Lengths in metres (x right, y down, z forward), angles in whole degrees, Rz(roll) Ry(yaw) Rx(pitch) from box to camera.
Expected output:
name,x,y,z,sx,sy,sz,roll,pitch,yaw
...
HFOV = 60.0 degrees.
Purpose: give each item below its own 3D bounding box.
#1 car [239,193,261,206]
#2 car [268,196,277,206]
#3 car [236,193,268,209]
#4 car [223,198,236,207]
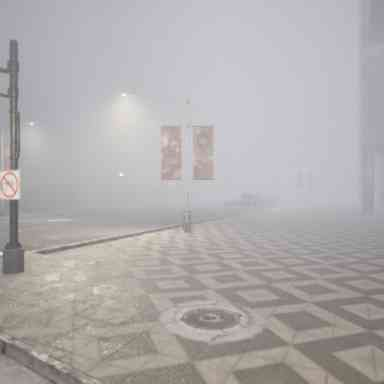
name,x,y,z,sx,sy,sz,roll,pitch,yaw
car,9.910,1.179,56.550,2.150,2.045,5.566,0,0,26
car,12.817,1.445,55.095,2.128,1.511,4.902,0,0,26
car,8.297,1.186,45.768,2.150,2.045,5.566,0,0,27
car,6.247,1.567,48.986,1.895,1.301,4.718,0,0,27
